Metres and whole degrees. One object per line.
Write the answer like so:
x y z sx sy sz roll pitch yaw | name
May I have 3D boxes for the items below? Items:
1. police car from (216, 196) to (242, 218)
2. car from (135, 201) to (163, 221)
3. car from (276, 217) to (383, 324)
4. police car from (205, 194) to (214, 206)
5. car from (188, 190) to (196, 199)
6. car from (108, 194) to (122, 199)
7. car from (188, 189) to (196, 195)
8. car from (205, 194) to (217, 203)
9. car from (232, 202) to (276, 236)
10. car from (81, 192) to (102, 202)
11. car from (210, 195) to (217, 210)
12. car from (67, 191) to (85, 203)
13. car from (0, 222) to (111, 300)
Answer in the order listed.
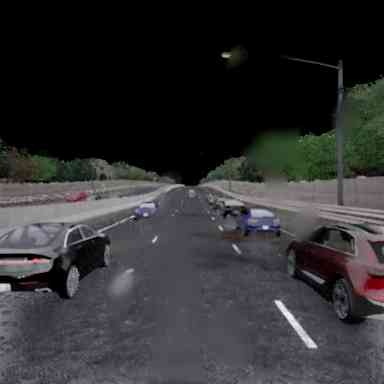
3.513 1.367 29.252 1.930 1.638 5.238 0 0 0 | police car
-3.388 1.480 26.613 1.812 1.442 4.674 0 0 0 | car
3.503 1.432 7.138 2.033 1.649 4.856 0 0 0 | car
3.523 1.326 51.144 2.038 1.542 4.974 0 1 0 | police car
0.032 0.792 72.287 2.128 1.511 4.902 0 2 0 | car
-14.009 1.163 60.530 2.128 1.511 4.902 0 1 1 | car
0.039 0.019 88.194 1.994 1.385 4.181 0 3 0 | car
3.527 1.137 62.133 1.837 1.490 4.892 0 1 0 | car
3.508 1.510 18.140 1.812 1.442 4.674 0 0 0 | car
-17.502 1.191 59.179 2.128 1.511 4.902 0 1 1 | car
3.518 1.396 40.145 1.837 1.490 4.892 0 0 0 | car
-20.988 0.893 60.862 2.150 2.045 5.566 0 1 0 | car
-3.397 1.491 8.377 2.128 1.511 4.902 0 0 0 | car
